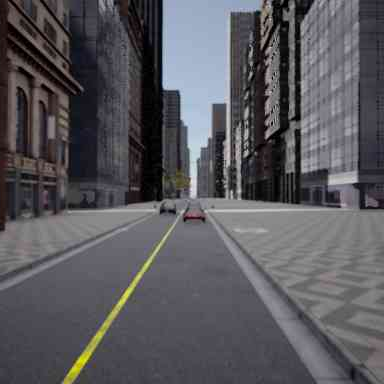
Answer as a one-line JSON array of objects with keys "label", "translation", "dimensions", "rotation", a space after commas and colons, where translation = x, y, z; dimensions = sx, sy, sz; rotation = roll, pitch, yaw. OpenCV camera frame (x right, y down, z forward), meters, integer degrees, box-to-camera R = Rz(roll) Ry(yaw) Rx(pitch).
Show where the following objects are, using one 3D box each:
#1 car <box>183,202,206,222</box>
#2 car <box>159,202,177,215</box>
[{"label": "car", "translation": [0.204, 1.893, 30.001], "dimensions": [1.994, 1.385, 4.181], "rotation": [0, -1, 0]}, {"label": "car", "translation": [-2.819, 1.915, 40.100], "dimensions": [1.882, 1.535, 5.008], "rotation": [0, -1, 0]}]
